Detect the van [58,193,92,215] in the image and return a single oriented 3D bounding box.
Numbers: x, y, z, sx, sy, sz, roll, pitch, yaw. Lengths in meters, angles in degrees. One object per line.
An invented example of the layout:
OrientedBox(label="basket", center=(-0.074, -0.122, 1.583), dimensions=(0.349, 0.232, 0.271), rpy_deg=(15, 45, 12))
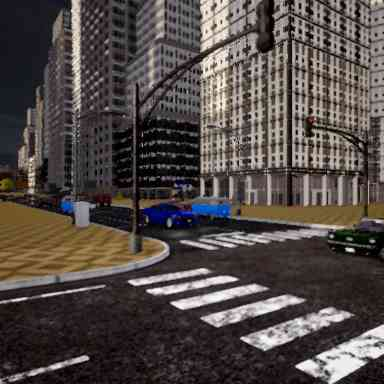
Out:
OrientedBox(label="van", center=(-11.642, 1.303, 32.964), dimensions=(1.690, 1.788, 3.998), rpy_deg=(0, 0, -34))

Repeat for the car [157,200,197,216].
OrientedBox(label="car", center=(-1.581, 1.537, 33.106), dimensions=(1.887, 1.381, 4.507), rpy_deg=(0, 0, -34))

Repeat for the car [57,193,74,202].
OrientedBox(label="car", center=(-26.495, 1.106, 69.749), dimensions=(2.192, 1.841, 5.009), rpy_deg=(0, 0, -34))

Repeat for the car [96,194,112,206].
OrientedBox(label="car", center=(-14.046, 1.208, 51.419), dimensions=(2.192, 1.841, 5.009), rpy_deg=(0, 0, -34))

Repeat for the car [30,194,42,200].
OrientedBox(label="car", center=(-39.616, 1.218, 84.272), dimensions=(2.128, 1.511, 4.902), rpy_deg=(0, 0, -34))

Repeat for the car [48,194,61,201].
OrientedBox(label="car", center=(-32.721, 1.291, 78.914), dimensions=(2.008, 1.369, 4.403), rpy_deg=(0, 0, -34))

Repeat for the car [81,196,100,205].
OrientedBox(label="car", center=(-17.160, 1.412, 56.002), dimensions=(1.887, 1.381, 4.507), rpy_deg=(0, 0, -34))

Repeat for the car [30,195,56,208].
OrientedBox(label="car", center=(-20.980, 1.454, 46.711), dimensions=(1.947, 1.339, 4.313), rpy_deg=(0, 0, -34))

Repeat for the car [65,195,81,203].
OrientedBox(label="car", center=(-23.385, 1.383, 65.167), dimensions=(1.947, 1.339, 4.313), rpy_deg=(0, 0, -34))

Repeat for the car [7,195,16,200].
OrientedBox(label="car", center=(-42.766, 1.291, 78.787), dimensions=(1.802, 1.307, 4.206), rpy_deg=(0, 0, -34))

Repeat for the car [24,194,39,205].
OrientedBox(label="car", center=(-24.092, 1.413, 51.292), dimensions=(2.008, 1.369, 4.403), rpy_deg=(0, 0, -34))

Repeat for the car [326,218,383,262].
OrientedBox(label="car", center=(7.227, 1.688, 12.731), dimensions=(4.718, 1.301, 1.895), rpy_deg=(0, 0, -36))

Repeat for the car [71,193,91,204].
OrientedBox(label="car", center=(-20.271, 1.157, 60.584), dimensions=(2.192, 1.841, 5.009), rpy_deg=(0, 0, -34))

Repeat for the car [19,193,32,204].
OrientedBox(label="car", center=(-30.317, 1.394, 60.458), dimensions=(1.802, 1.307, 4.206), rpy_deg=(0, 0, -34))

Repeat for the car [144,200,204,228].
OrientedBox(label="car", center=(-1.555, 1.504, 22.711), dimensions=(1.882, 1.535, 5.008), rpy_deg=(0, 0, -34))

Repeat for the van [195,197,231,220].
OrientedBox(label="van", center=(1.606, 1.358, 28.575), dimensions=(1.690, 1.788, 3.998), rpy_deg=(0, 0, -34))

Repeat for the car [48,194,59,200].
OrientedBox(label="car", center=(-20.799, 1.012, 51.226), dimensions=(1.812, 1.442, 4.674), rpy_deg=(0, 0, -34))

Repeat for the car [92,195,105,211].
OrientedBox(label="car", center=(-12.196, 1.433, 38.393), dimensions=(2.128, 1.511, 4.902), rpy_deg=(0, 0, -34))

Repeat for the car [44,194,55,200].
OrientedBox(label="car", center=(-35.929, 1.239, 83.637), dimensions=(1.752, 1.417, 4.829), rpy_deg=(0, 0, -34))
